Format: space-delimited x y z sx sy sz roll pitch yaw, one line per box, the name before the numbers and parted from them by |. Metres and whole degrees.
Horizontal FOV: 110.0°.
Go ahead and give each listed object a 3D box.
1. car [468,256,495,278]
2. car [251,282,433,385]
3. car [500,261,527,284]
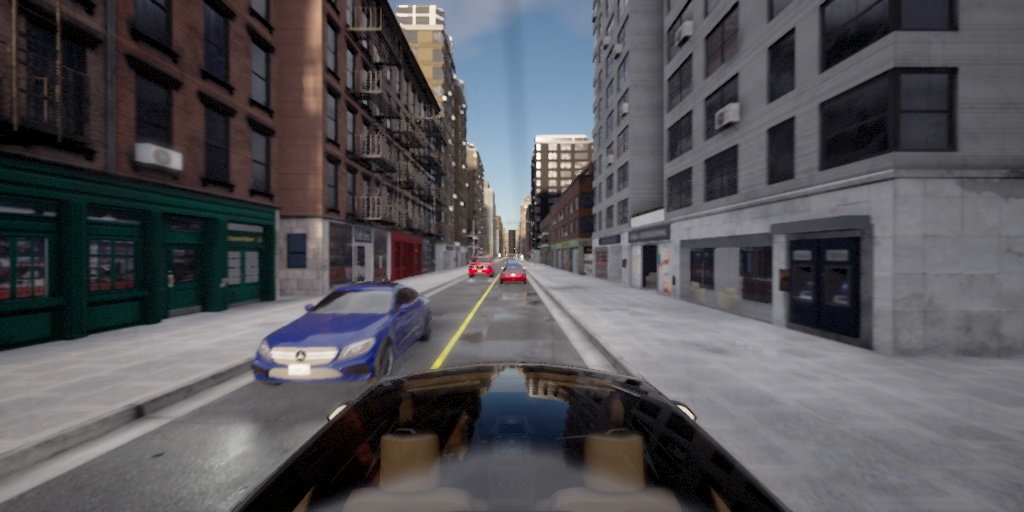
car | -2.781 0.993 33.972 2.150 2.045 5.566 0 -1 0
car | -2.846 1.278 7.153 1.812 1.442 4.674 0 0 0
car | 0.092 1.328 27.487 1.994 1.385 4.181 0 0 0
